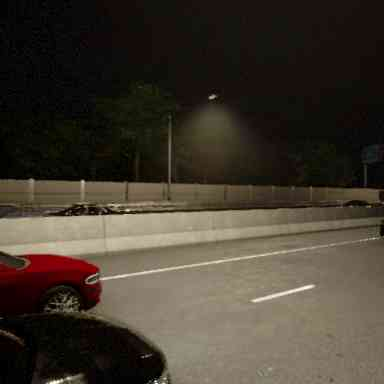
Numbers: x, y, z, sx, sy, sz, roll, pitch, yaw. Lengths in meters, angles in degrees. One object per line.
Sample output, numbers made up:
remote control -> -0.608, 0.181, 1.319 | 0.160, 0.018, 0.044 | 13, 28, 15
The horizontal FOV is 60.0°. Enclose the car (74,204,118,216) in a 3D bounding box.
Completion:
car -> -6.935, 1.544, 20.531 | 4.892, 1.490, 1.837 | 0, 0, -35

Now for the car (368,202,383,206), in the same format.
car -> 25.596, 1.953, 43.651 | 4.718, 1.301, 1.895 | 1, 0, -35

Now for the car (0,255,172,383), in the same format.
car -> -2.402, 1.500, 2.034 | 4.892, 1.490, 1.837 | 0, 0, -35

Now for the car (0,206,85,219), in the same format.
car -> -8.091, 1.561, 15.416 | 5.357, 1.411, 2.033 | 0, 0, -35

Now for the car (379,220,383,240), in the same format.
car -> 10.839, 1.599, 15.749 | 5.008, 1.535, 1.882 | 1, 0, -35

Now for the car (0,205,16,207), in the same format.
car -> -12.299, 1.560, 21.009 | 5.357, 1.411, 2.033 | 0, 0, -35

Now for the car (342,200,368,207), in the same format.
car -> 22.516, 1.847, 45.748 | 4.892, 1.490, 1.837 | 1, -1, -35

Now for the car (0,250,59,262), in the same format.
car -> -3.962, 1.475, 5.220 | 5.008, 1.535, 1.882 | 0, 0, -35
